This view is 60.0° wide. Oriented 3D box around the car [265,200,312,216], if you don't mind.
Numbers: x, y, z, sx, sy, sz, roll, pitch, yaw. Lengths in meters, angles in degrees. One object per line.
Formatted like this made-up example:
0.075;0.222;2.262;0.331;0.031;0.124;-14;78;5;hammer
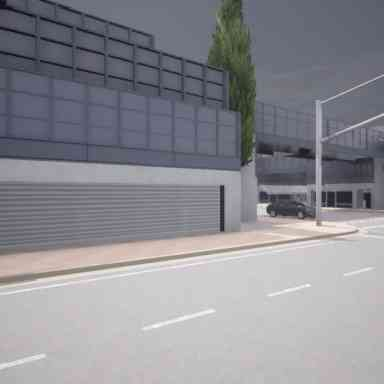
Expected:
9.673;1.564;33.468;1.994;1.385;4.181;0;0;-37;car

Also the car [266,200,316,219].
8.705;1.505;28.915;1.837;1.490;4.892;0;0;-37;car
